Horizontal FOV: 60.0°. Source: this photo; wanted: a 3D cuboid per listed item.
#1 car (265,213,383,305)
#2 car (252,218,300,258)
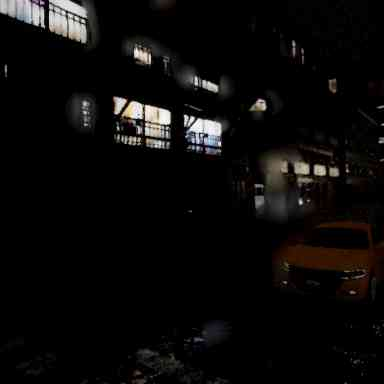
[{"bbox_3d":[3.910,1.523,8.521,1.882,1.535,5.008,-1,-1,38],"label":"car"},{"bbox_3d":[3.804,1.677,12.499,1.802,1.307,4.206,-2,-1,39],"label":"car"}]
